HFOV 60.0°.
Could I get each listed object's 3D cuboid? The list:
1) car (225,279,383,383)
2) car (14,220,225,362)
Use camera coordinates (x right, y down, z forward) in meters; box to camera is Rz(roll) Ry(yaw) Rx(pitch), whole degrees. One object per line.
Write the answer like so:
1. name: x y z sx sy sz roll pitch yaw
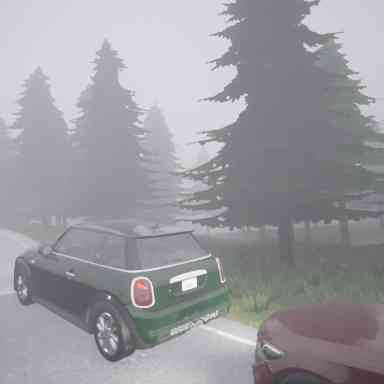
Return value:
1. car: 2.768 1.532 2.584 4.674 1.442 1.812 1 0 36
2. car: -1.567 1.309 6.198 4.553 1.767 2.097 1 1 44
